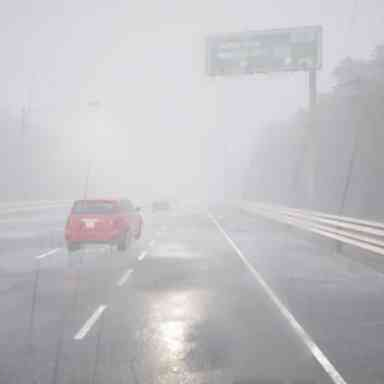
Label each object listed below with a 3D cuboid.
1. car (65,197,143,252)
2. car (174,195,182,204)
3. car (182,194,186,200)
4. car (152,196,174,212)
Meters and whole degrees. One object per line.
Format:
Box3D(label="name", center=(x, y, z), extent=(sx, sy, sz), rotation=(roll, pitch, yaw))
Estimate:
Box3D(label="car", center=(-3.497, 1.224, 14.116), extent=(2.150, 2.045, 5.566), rotation=(0, 0, 0))
Box3D(label="car", center=(-3.461, 1.546, 65.476), extent=(1.812, 1.442, 4.674), rotation=(0, 0, 0))
Box3D(label="car", center=(-3.404, 1.649, 91.609), extent=(1.895, 1.301, 4.718), rotation=(0, 0, 0))
Box3D(label="car", center=(-3.480, 1.485, 38.350), extent=(1.882, 1.535, 5.008), rotation=(0, 0, 0))
